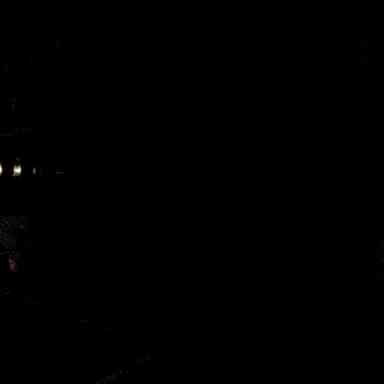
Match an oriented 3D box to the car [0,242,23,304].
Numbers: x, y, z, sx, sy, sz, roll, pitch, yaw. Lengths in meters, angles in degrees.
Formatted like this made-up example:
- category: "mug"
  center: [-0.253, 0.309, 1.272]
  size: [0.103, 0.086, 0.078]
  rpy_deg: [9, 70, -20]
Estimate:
- category: "car"
  center: [-5.354, 1.447, 6.894]
  size: [4.097, 1.590, 1.967]
  rpy_deg: [0, 0, 36]
